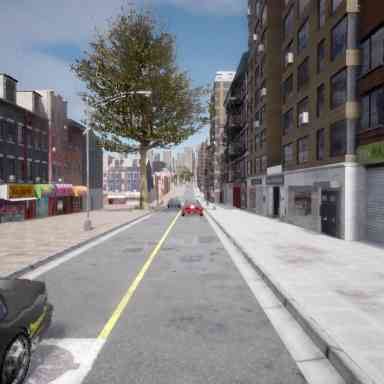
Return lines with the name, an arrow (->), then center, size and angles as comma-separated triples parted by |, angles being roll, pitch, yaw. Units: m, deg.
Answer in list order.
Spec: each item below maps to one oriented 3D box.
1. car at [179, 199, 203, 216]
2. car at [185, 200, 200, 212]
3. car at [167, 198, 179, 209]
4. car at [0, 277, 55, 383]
car -> 0.032, 1.519, 34.158 | 2.097, 1.767, 4.553 | 0, -1, 0
car -> 0.021, 1.796, 44.470 | 1.837, 1.490, 4.892 | 0, -1, 0
car -> -2.892, 1.768, 53.777 | 2.097, 1.767, 4.553 | 0, -1, 0
car -> -2.856, 1.547, 2.407 | 2.033, 1.411, 5.357 | 0, 0, 0
